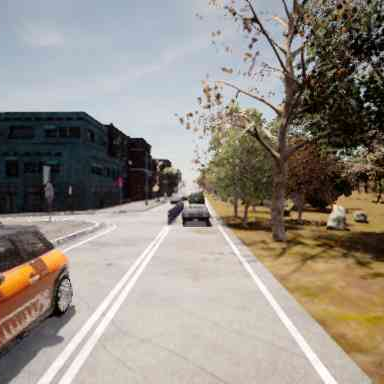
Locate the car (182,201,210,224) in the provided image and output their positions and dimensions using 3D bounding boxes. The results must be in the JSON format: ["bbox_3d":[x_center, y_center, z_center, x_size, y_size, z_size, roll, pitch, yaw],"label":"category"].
[{"bbox_3d":[0.272,1.540,23.968,1.895,1.301,4.718,0,0,1],"label":"car"}]

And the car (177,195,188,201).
[{"bbox_3d":[-1.929,1.232,69.742,1.895,1.301,4.718,0,0,2],"label":"car"}]

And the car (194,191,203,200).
[{"bbox_3d":[1.636,0.768,80.087,2.150,2.045,5.566,0,1,2],"label":"car"}]

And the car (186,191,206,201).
[{"bbox_3d":[0.668,1.051,44.508,2.150,2.045,5.566,0,0,1],"label":"car"}]

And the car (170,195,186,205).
[{"bbox_3d":[-2.491,1.306,53.977,2.033,1.411,5.357,0,0,2],"label":"car"}]

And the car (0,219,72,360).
[{"bbox_3d":[-3.324,1.343,4.378,2.097,1.767,4.553,0,0,0],"label":"car"}]
